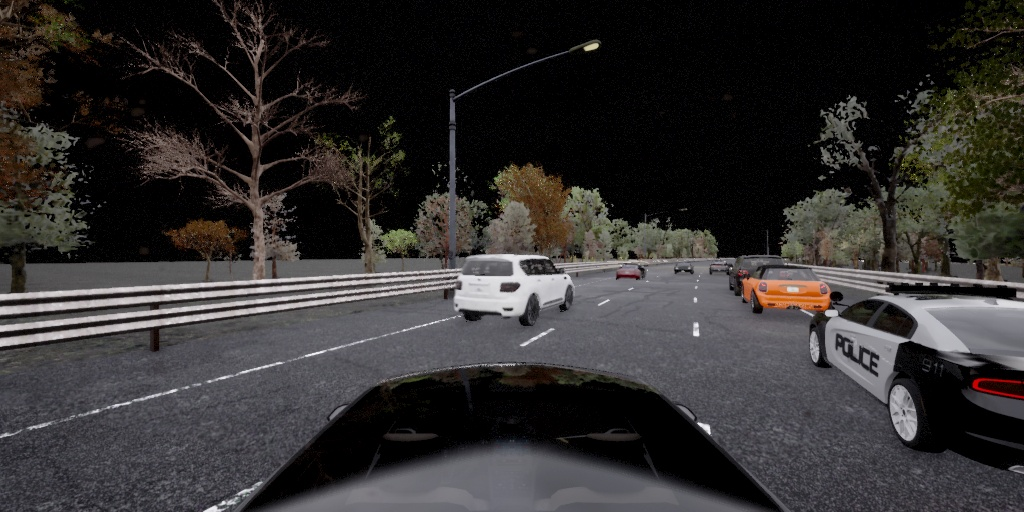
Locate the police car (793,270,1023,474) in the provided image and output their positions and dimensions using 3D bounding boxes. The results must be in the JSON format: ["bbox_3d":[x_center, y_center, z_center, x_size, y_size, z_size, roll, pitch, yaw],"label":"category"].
[{"bbox_3d":[5.637,1.175,4.743,1.930,1.638,5.238,0,0,26],"label":"police car"}]

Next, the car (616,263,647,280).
[{"bbox_3d":[10.444,1.323,31.310,1.994,1.385,4.181,0,0,28],"label":"car"}]

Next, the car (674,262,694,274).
[{"bbox_3d":[19.552,1.370,40.659,1.895,1.301,4.718,0,0,29],"label":"car"}]

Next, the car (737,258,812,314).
[{"bbox_3d":[10.015,1.102,13.438,2.097,1.767,4.553,0,0,27],"label":"car"}]

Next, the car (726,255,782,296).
[{"bbox_3d":[12.761,0.978,18.755,2.150,2.045,5.566,0,0,28],"label":"car"}]

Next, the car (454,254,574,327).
[{"bbox_3d":[0.333,0.972,11.890,2.150,2.045,5.566,0,0,27],"label":"car"}]

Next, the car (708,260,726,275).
[{"bbox_3d":[22.678,1.261,39.235,2.128,1.511,4.902,0,0,30],"label":"car"}]
